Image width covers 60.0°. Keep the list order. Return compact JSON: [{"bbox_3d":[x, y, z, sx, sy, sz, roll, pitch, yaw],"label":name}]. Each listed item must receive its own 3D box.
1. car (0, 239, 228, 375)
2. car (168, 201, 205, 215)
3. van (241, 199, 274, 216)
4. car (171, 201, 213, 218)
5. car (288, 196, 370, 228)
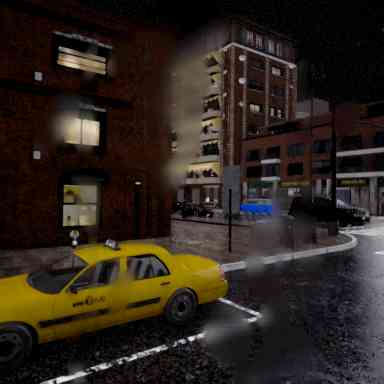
[{"bbox_3d":[-1.595,1.526,5.572,4.829,1.417,1.752,0,1,-35],"label":"car"},{"bbox_3d":[-0.702,1.789,37.818,1.812,1.442,4.674,1,-1,-35],"label":"car"},{"bbox_3d":[7.130,1.654,36.645,1.690,1.788,3.998,1,-1,-35],"label":"van"},{"bbox_3d":[0.232,1.730,31.886,1.947,1.339,4.313,1,-1,-35],"label":"car"},{"bbox_3d":[9.273,1.309,23.064,2.150,2.045,5.566,1,-1,-31],"label":"car"}]
